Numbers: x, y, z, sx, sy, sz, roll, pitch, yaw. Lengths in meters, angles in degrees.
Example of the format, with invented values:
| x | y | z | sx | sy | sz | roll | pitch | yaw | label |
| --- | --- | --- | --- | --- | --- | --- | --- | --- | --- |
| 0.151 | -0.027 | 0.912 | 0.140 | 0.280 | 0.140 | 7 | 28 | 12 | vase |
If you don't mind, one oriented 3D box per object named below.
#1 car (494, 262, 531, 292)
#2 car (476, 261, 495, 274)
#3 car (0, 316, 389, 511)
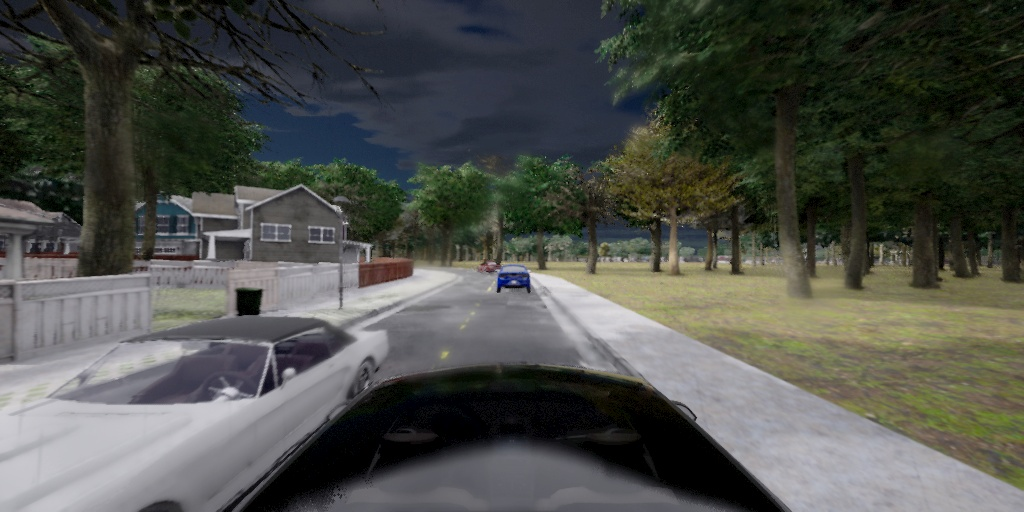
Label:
| x | y | z | sx | sy | sz | roll | pitch | yaw | label |
| --- | --- | --- | --- | --- | --- | --- | --- | --- | --- |
| 0.106 | 1.244 | 21.544 | 1.882 | 1.535 | 5.008 | 0 | 0 | 0 | car |
| -2.663 | 1.323 | 41.448 | 1.812 | 1.442 | 4.674 | 1 | 0 | -23 | car |
| -2.844 | 1.352 | 3.356 | 1.895 | 1.301 | 4.718 | 0 | 0 | 0 | car |
